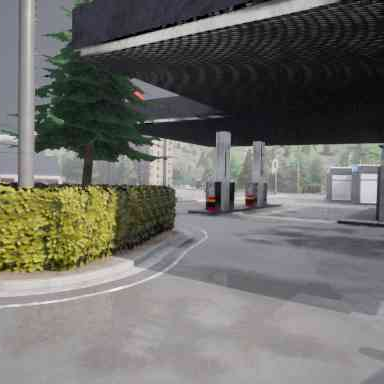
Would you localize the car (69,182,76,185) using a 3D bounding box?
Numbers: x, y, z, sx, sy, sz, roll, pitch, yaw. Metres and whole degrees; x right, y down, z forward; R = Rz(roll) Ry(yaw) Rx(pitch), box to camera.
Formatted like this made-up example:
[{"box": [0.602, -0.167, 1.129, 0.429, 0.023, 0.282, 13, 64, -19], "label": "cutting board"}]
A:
[{"box": [-25.440, -1.281, 68.058, 4.605, 1.855, 1.932, 2, 2, 35], "label": "car"}]

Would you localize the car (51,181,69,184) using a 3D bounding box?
[{"box": [-26.777, -1.255, 65.446, 3.866, 1.878, 1.905, 2, 2, 35], "label": "car"}]

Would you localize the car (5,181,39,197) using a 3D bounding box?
[{"box": [-21.761, -0.462, 42.419, 4.605, 1.855, 1.932, 2, 2, 35], "label": "car"}]

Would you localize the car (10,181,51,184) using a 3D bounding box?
[{"box": [-17.227, -0.176, 35.202, 3.866, 1.878, 1.905, 2, 2, 35], "label": "car"}]

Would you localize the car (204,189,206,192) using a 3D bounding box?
[{"box": [4.886, -0.326, 65.595, 5.027, 1.636, 2.152, 2, 2, 35], "label": "car"}]
